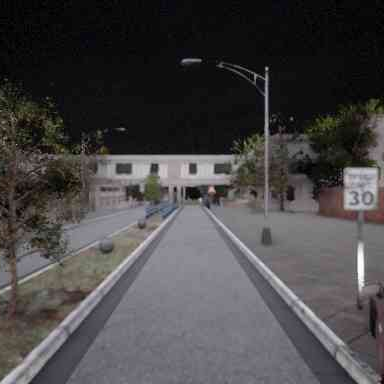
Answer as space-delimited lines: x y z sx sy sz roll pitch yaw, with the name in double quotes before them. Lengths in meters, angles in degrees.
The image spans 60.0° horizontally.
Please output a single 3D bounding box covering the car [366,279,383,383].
"car" 2.726 1.432 3.066 1.812 1.442 4.674 -4 0 27
